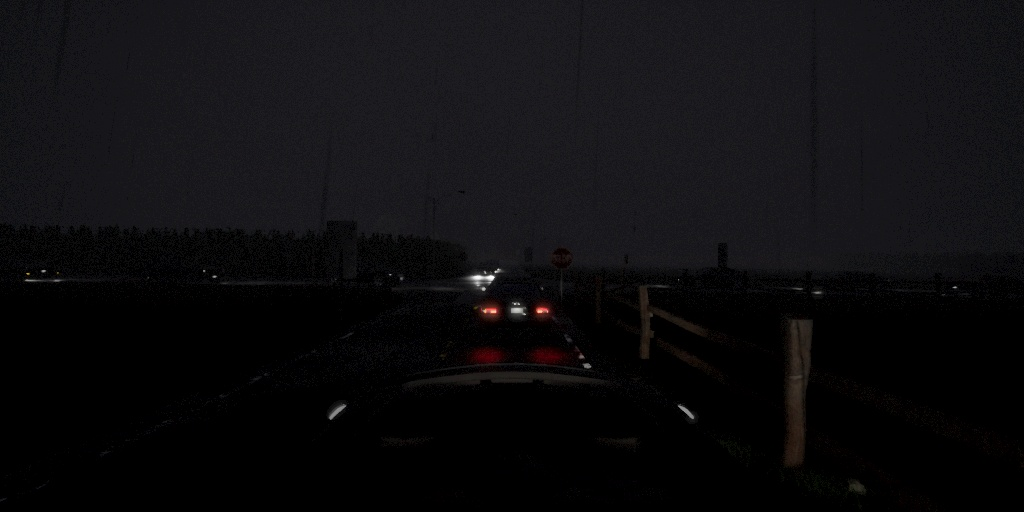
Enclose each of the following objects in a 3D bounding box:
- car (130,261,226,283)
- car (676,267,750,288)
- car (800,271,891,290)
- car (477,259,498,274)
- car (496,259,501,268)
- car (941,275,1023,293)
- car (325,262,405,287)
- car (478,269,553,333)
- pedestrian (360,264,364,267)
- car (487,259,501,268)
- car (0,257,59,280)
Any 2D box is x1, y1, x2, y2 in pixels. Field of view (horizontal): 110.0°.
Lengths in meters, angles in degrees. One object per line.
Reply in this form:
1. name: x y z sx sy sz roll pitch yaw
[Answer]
1. car: -21.348 0.987 23.099 4.718 1.301 1.895 1 -1 0
2. car: 14.613 1.559 26.222 4.892 1.490 1.837 1 -1 0
3. car: 24.392 1.777 26.272 5.357 1.411 2.033 1 -1 0
4. car: -2.919 1.357 40.514 1.895 1.301 4.718 0 0 0
5. car: -2.937 1.305 50.359 2.033 1.411 5.357 0 0 0
6. car: 34.694 2.016 26.311 4.718 1.301 1.895 1 -1 0
7. car: -9.108 1.089 22.341 4.902 1.511 2.128 1 -1 12
8. car: 0.047 1.299 10.723 2.033 1.411 5.357 0 0 -1
9. pedestrian: -12.223 1.170 29.119 0.375 1.300 0.375 0 -2 0
10. car: -2.942 1.250 60.488 2.128 1.511 4.902 0 0 0
11. car: -32.100 0.759 23.053 4.181 1.385 1.994 1 -1 0
